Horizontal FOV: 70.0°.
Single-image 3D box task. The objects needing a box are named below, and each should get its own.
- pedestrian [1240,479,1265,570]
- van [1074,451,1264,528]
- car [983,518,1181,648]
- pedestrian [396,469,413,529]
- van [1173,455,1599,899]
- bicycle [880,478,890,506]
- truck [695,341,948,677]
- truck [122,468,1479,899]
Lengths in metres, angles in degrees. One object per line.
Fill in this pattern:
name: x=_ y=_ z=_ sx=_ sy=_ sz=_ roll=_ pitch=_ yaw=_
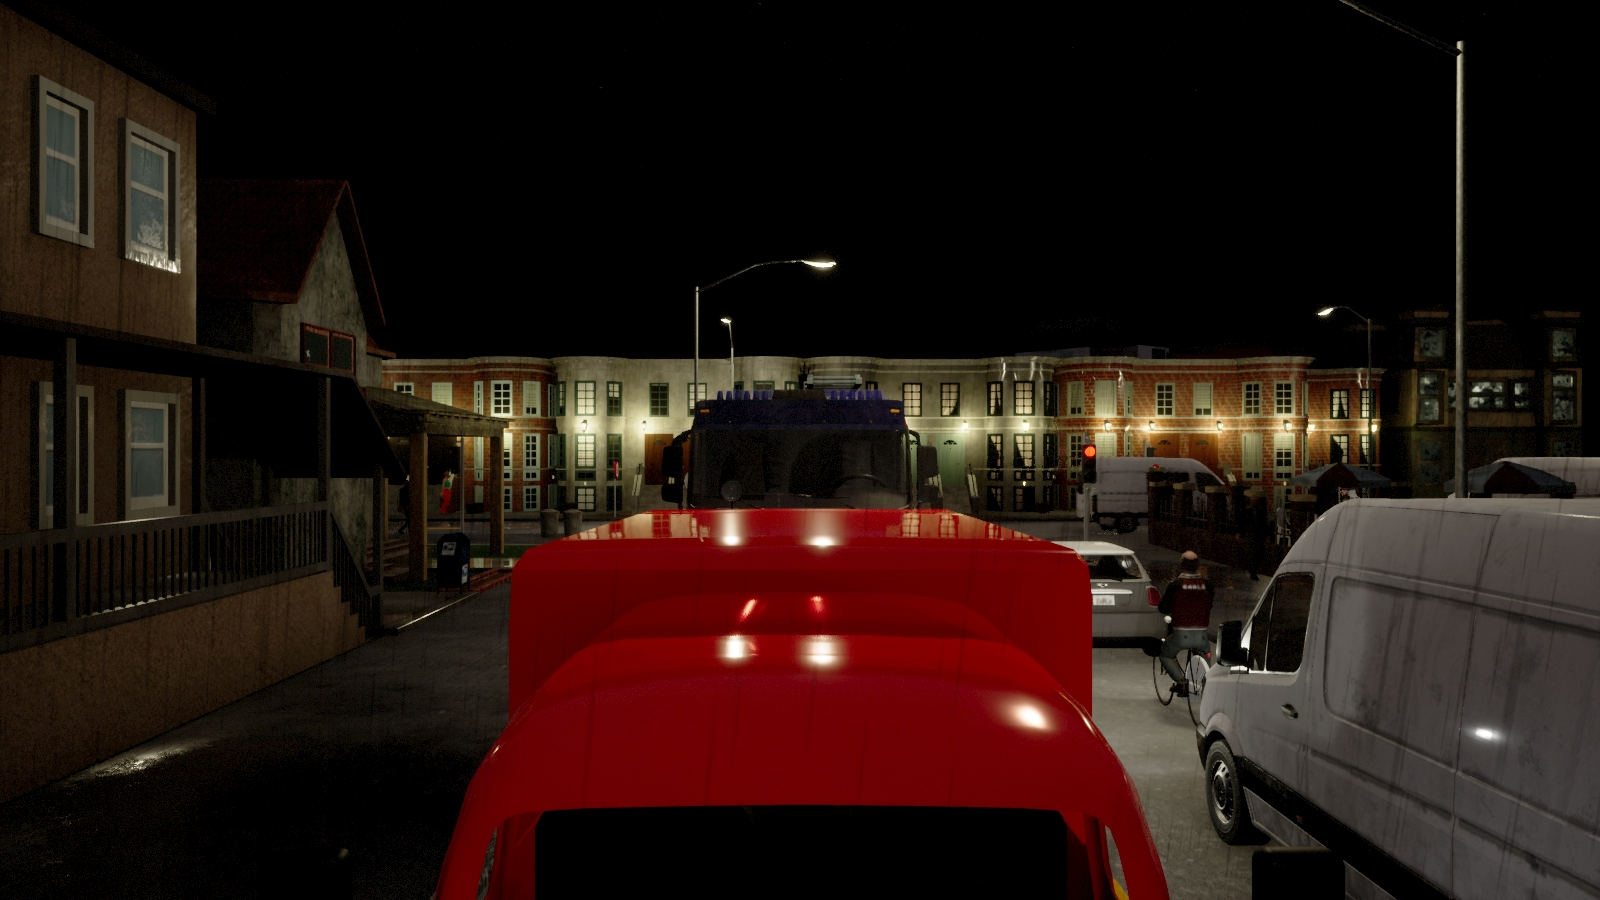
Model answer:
pedestrian: x=9.360 y=1.528 z=23.639 sx=0.375 sy=1.860 sz=0.375 roll=0 pitch=0 yaw=0
van: x=12.613 y=1.331 z=39.276 sx=5.915 sy=2.561 sz=1.988 roll=0 pitch=0 yaw=-3
car: x=3.996 y=1.852 z=16.834 sx=1.970 sy=1.475 sz=3.806 roll=0 pitch=0 yaw=0
pedestrian: x=-12.388 y=1.541 z=35.800 sx=0.375 sy=1.860 sz=0.375 roll=0 pitch=0 yaw=5
van: x=4.008 y=1.318 z=6.281 sx=1.988 sy=2.561 sz=5.915 roll=0 pitch=0 yaw=0
bicycle: x=4.005 y=1.963 z=53.762 sx=0.329 sy=1.271 sz=1.835 roll=0 pitch=0 yaw=0
truck: x=0.275 y=0.678 z=17.256 sx=2.891 sy=3.827 sz=8.468 roll=0 pitch=0 yaw=0
truck: x=-0.002 y=1.351 z=4.813 sx=2.627 sy=2.467 sz=5.204 roll=0 pitch=0 yaw=0
